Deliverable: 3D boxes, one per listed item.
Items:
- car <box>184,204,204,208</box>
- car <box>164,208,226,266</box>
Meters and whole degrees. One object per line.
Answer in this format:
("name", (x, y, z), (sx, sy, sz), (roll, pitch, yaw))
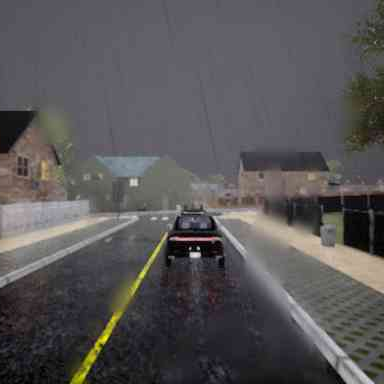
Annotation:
("car", (0.151, 1.607, 24.218), (2.128, 1.511, 4.902), (0, -1, 2))
("car", (0.096, 1.547, 11.686), (2.128, 1.511, 4.902), (0, 0, 0))
